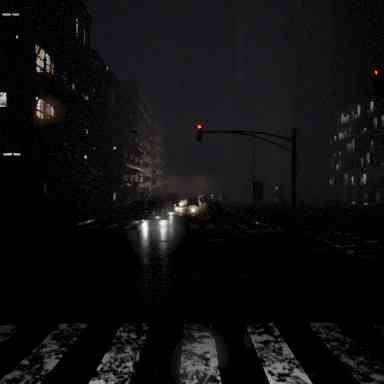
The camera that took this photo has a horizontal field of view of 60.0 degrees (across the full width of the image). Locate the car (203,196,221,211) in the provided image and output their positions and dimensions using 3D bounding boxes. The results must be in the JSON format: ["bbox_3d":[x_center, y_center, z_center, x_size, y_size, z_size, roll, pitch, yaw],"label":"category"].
[{"bbox_3d":[2.655,1.540,41.090,1.887,1.381,4.507,-1,0,0],"label":"car"}]

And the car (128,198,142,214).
[{"bbox_3d":[-5.693,1.540,35.385,1.887,1.381,4.507,-1,0,0],"label":"car"}]

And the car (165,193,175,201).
[{"bbox_3d":[-5.685,1.321,86.226,2.192,1.841,5.009,-1,0,0],"label":"car"}]

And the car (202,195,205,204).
[{"bbox_3d":[2.661,1.551,63.685,2.008,1.369,4.403,-1,0,0],"label":"car"}]

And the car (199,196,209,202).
[{"bbox_3d":[2.664,1.547,74.984,1.887,1.381,4.507,-1,0,0],"label":"car"}]

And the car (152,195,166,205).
[{"bbox_3d":[-5.689,1.439,57.981,1.967,1.590,4.097,-1,0,0],"label":"car"}]

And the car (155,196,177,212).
[{"bbox_3d":[-3.087,1.521,39.109,1.812,1.442,4.674,0,0,0],"label":"car"}]

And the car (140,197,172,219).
[{"bbox_3d":[-3.093,1.500,29.354,1.837,1.490,4.892,0,0,0],"label":"car"}]

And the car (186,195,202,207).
[{"bbox_3d":[0.115,1.544,52.110,2.033,1.411,5.357,0,0,0],"label":"car"}]

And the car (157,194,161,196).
[{"bbox_3d":[-5.692,1.312,52.333,2.192,1.841,5.009,-1,0,0],"label":"car"}]

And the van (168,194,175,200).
[{"bbox_3d":[-5.683,1.350,91.874,1.690,1.788,3.998,-1,0,0],"label":"van"}]

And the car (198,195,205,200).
[{"bbox_3d":[2.667,1.534,92.101,1.752,1.417,4.829,-1,0,0],"label":"car"}]

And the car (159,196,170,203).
[{"bbox_3d":[-5.685,1.583,69.279,1.802,1.307,4.206,-1,0,0],"label":"car"}]

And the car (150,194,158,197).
[{"bbox_3d":[-5.693,1.436,41.034,1.967,1.590,4.097,-1,0,0],"label":"car"}]

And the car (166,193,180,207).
[{"bbox_3d":[-3.074,1.219,51.373,2.150,2.045,5.566,0,0,0],"label":"car"}]
